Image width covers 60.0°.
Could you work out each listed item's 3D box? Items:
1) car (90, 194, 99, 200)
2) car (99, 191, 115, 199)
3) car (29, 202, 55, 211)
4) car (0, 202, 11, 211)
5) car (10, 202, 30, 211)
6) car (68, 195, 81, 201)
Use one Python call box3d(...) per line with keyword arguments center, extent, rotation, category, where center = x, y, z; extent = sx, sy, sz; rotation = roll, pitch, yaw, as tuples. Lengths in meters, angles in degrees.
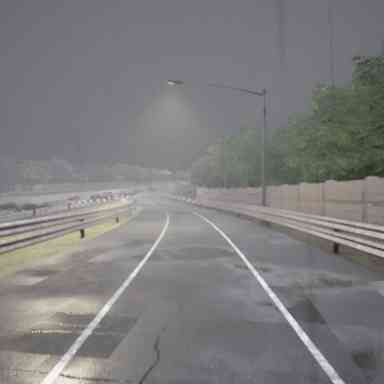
box3d(center=(-26.174, 1.272, 91.207), extent=(1.837, 1.490, 4.892), rotation=(0, 2, 8), category="car")
box3d(center=(-22.706, 1.267, 90.734), extent=(1.882, 1.535, 5.008), rotation=(0, 2, 8), category="car")
box3d(center=(-26.813, 2.550, 60.607), extent=(1.882, 1.535, 5.008), rotation=(0, 3, 8), category="car")
box3d(center=(-33.749, 2.558, 61.550), extent=(1.837, 1.490, 4.892), rotation=(0, 3, 8), category="car")
box3d(center=(-30.280, 2.558, 61.082), extent=(2.128, 1.511, 4.902), rotation=(0, 3, 8), category="car")
box3d(center=(-30.408, 1.521, 86.060), extent=(1.812, 1.442, 4.674), rotation=(0, 2, 8), category="car")
